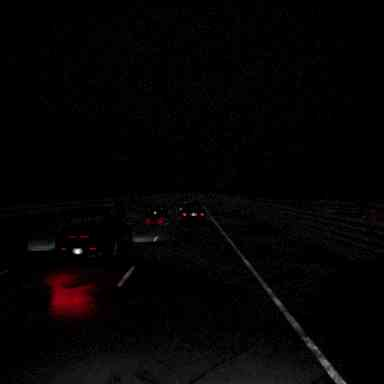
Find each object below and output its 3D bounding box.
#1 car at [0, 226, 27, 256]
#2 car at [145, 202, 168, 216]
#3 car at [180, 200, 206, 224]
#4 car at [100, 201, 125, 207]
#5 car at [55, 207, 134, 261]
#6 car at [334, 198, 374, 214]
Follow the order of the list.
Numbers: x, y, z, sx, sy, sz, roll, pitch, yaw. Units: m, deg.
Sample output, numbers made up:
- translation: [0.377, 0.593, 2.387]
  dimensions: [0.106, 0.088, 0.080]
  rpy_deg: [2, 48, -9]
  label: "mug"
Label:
- translation: [-6.903, 1.529, 10.173]
  dimensions: [1.812, 1.442, 4.674]
  rpy_deg: [0, 0, 0]
  label: "car"
- translation: [-3.400, 1.617, 33.080]
  dimensions: [1.895, 1.301, 4.718]
  rpy_deg: [0, 0, 0]
  label: "car"
- translation: [0.095, 1.563, 24.864]
  dimensions: [2.033, 1.411, 5.357]
  rpy_deg: [0, 0, 0]
  label: "car"
- translation: [-6.900, 1.537, 28.663]
  dimensions: [1.812, 1.442, 4.674]
  rpy_deg: [1, 0, 0]
  label: "car"
- translation: [-3.401, 1.509, 12.313]
  dimensions: [1.837, 1.490, 4.892]
  rpy_deg: [0, 0, 0]
  label: "car"
- translation: [18.398, 1.515, 38.041]
  dimensions: [2.097, 1.767, 4.553]
  rpy_deg: [0, 0, -18]
  label: "car"
